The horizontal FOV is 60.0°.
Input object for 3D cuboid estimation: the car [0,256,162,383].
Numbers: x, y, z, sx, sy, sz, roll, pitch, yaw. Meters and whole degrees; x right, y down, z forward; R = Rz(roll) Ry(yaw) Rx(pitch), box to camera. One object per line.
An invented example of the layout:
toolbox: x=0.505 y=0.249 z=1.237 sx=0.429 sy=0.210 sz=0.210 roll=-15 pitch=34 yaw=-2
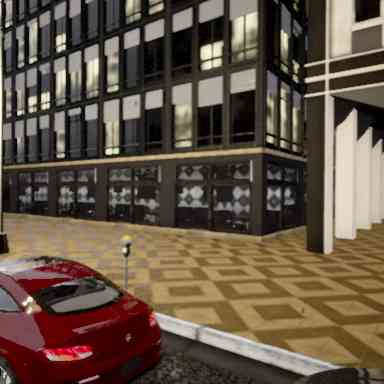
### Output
car: x=-2.287 y=1.552 z=4.505 sx=4.206 sy=1.307 sz=1.802 roll=1 pitch=0 yaw=36

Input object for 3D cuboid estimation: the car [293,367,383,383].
car: x=2.350 y=1.560 z=1.196 sx=4.403 sy=1.369 sz=2.008 roll=0 pitch=0 yaw=36
